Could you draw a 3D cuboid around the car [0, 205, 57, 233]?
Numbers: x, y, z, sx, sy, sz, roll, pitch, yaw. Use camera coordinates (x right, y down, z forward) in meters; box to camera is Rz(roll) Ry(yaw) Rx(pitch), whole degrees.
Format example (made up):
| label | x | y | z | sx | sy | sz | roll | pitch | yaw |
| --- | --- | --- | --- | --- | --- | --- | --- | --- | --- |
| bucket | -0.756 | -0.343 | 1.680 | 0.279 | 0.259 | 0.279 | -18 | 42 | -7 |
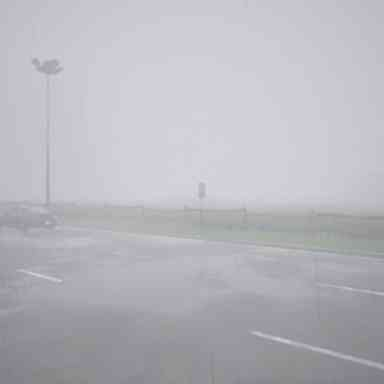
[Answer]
| label | x | y | z | sx | sy | sz | roll | pitch | yaw |
| --- | --- | --- | --- | --- | --- | --- | --- | --- | --- |
| car | -9.781 | 1.514 | 19.545 | 4.674 | 1.442 | 1.812 | 0 | 0 | 35 |
